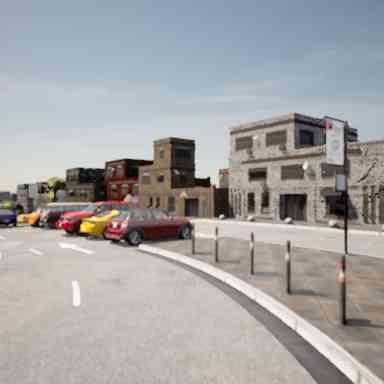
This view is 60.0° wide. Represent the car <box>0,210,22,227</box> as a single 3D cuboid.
[{"bbox_3d":[-16.901,2.317,29.440,1.882,1.535,5.008,0,-2,-39],"label":"car"}]

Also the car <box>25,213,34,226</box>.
[{"bbox_3d":[-11.604,2.076,28.938,4.553,1.767,2.185,0,-2,-39],"label":"car"}]

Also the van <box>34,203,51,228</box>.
[{"bbox_3d":[-9.760,1.873,26.530,4.442,1.987,1.878,0,-2,-39],"label":"van"}]

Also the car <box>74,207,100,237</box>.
[{"bbox_3d":[-3.921,1.837,19.533,5.008,1.535,2.097,0,-2,-39],"label":"car"}]

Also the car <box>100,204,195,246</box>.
[{"bbox_3d":[-2.021,1.636,17.170,4.553,1.767,2.185,0,-2,-39],"label":"car"}]

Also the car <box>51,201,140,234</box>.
[{"bbox_3d":[-5.789,1.659,21.781,5.566,2.045,2.435,0,-2,-39],"label":"car"}]
